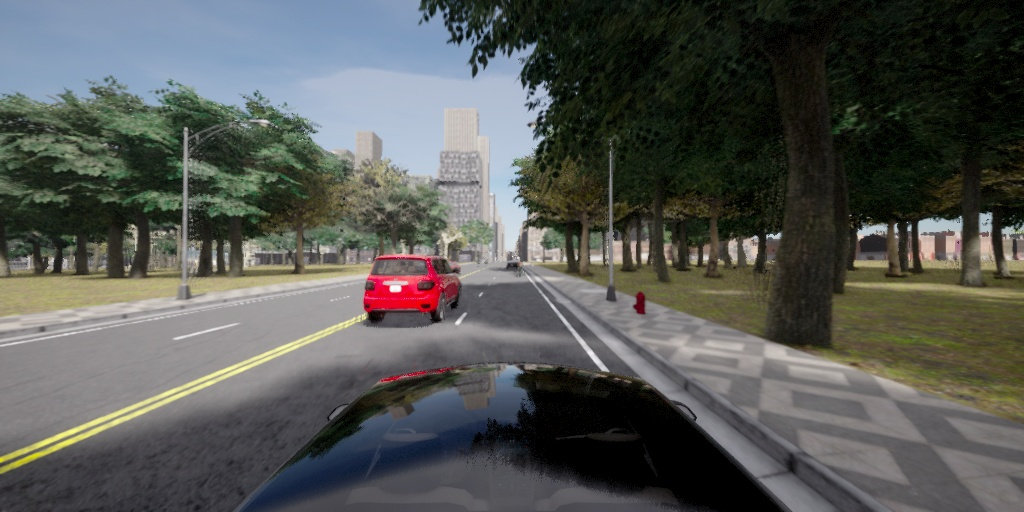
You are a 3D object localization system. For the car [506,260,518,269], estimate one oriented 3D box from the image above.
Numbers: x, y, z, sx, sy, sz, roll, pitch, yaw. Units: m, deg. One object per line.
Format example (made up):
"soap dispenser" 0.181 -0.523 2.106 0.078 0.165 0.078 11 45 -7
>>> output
"car" 0.026 1.423 61.666 1.882 1.535 5.008 0 0 1

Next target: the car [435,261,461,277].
"car" -6.589 1.311 37.531 1.882 1.535 5.008 0 0 0

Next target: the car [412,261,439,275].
"car" -9.838 1.355 41.234 1.837 1.490 4.892 0 0 0

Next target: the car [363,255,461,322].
"car" -3.152 0.980 12.376 2.150 2.045 5.566 0 0 0

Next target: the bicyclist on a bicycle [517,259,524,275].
"bicyclist on a bicycle" 0.889 1.278 35.513 0.582 1.620 1.656 0 -1 0

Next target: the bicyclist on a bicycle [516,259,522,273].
"bicyclist on a bicycle" 0.888 1.240 45.757 0.659 1.776 1.843 0 0 0
